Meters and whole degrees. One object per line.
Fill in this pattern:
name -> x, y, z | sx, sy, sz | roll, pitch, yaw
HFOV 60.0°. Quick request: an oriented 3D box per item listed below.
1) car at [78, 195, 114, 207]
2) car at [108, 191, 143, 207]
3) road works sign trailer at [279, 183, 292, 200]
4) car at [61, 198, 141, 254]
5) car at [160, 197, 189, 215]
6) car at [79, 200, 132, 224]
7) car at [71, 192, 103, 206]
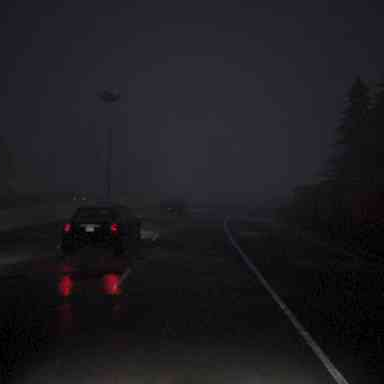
car -> -12.798, 1.202, 44.560 | 2.033, 1.411, 5.357 | 0, 0, 17
car -> -8.938, 0.874, 45.009 | 2.150, 2.045, 5.566 | 0, 0, 18
road works sign trailer -> 19.897, -0.072, 69.552 | 2.380, 3.560, 2.880 | 0, 1, 42
car -> -3.353, 1.249, 13.177 | 2.097, 1.767, 4.553 | 0, 0, 1
car -> -1.560, 1.238, 30.963 | 1.882, 1.535, 5.008 | 0, 0, 11
car -> -6.151, 1.358, 24.445 | 2.033, 1.411, 5.357 | 0, 0, 6
car -> -15.148, 0.977, 48.391 | 2.097, 1.767, 4.553 | 0, 1, 19
